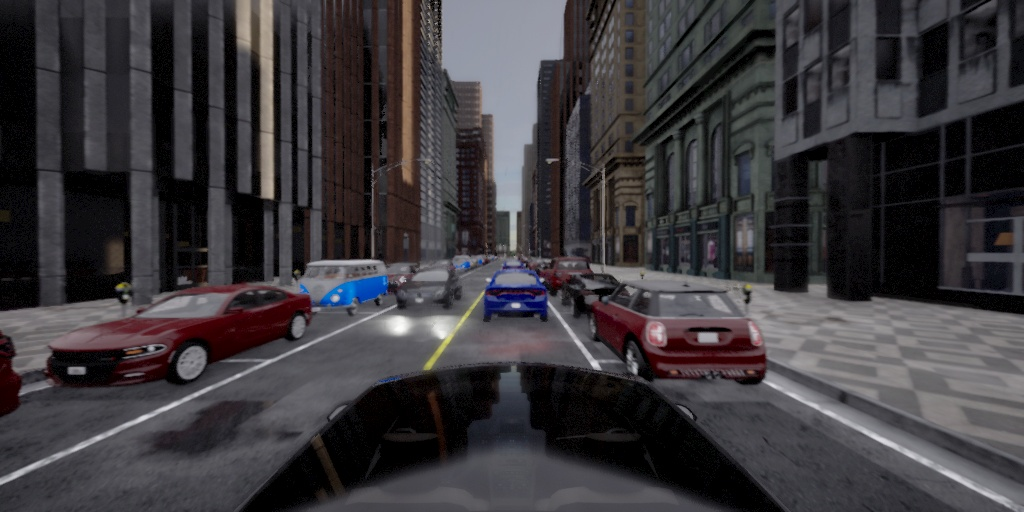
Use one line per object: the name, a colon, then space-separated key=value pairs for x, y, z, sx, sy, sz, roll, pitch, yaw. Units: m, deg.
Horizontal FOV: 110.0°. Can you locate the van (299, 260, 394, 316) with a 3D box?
van: x=-5.752 y=1.027 z=12.633 sx=1.690 sy=1.789 sz=3.998 roll=0 pitch=0 yaw=0

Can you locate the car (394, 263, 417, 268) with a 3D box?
car: x=-5.745 y=1.096 z=18.269 sx=1.967 sy=1.591 sz=4.097 roll=0 pitch=0 yaw=0

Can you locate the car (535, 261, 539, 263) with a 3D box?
car: x=2.787 y=1.177 z=23.905 sx=1.888 sy=1.381 sz=4.507 roll=0 pitch=0 yaw=0

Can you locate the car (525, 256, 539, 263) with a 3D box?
car: x=2.808 y=0.980 z=40.812 sx=1.967 sy=1.591 sz=4.097 roll=0 pitch=0 yaw=0

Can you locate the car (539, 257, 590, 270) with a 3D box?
car: x=2.780 y=0.977 z=18.268 sx=2.192 sy=1.841 sz=5.009 roll=0 pitch=0 yaw=0

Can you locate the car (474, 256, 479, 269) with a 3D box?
car: x=-5.710 y=1.030 z=46.282 sx=1.751 sy=1.417 sz=4.829 roll=0 pitch=0 yaw=0

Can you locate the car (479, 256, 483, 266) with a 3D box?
car: x=-5.703 y=1.026 z=52.088 sx=2.007 sy=1.370 sz=4.403 roll=0 pitch=0 yaw=0

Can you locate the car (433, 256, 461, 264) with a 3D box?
car: x=-5.731 y=1.035 z=29.543 sx=1.967 sy=1.591 sz=4.097 roll=0 pitch=0 yaw=0

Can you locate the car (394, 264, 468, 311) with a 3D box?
car: x=-3.080 y=1.205 z=14.267 sx=1.812 sy=1.442 sz=4.674 roll=0 pitch=0 yaw=0

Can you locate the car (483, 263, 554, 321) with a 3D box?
car: x=0.111 y=1.171 z=12.142 sx=1.882 sy=1.535 sz=5.008 roll=0 pitch=0 yaw=0

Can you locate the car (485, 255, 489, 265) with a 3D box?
car: x=-5.690 y=0.859 z=63.361 sx=1.967 sy=1.591 sz=4.097 roll=0 pitch=0 yaw=0

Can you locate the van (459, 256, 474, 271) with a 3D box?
van: x=-5.717 y=0.875 z=40.816 sx=1.690 sy=1.789 sz=3.998 roll=0 pitch=0 yaw=0

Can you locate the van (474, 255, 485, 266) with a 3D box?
van: x=-5.696 y=0.788 z=57.725 sx=1.690 sy=1.789 sz=3.998 roll=0 pitch=0 yaw=0

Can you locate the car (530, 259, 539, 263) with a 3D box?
car: x=2.794 y=1.167 z=29.541 sx=1.948 sy=1.339 sz=4.313 roll=0 pitch=0 yaw=0

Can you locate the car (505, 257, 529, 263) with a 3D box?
car: x=0.133 y=1.075 z=29.782 sx=1.882 sy=1.535 sz=5.008 roll=0 pitch=0 yaw=0

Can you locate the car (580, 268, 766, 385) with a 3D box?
car: x=2.766 y=1.163 z=6.995 sx=1.967 sy=1.591 sz=4.097 roll=0 pitch=0 yaw=0

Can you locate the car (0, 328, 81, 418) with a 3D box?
car: x=-5.766 y=1.062 z=1.359 sx=2.192 sy=1.841 sz=5.009 roll=0 pitch=0 yaw=0

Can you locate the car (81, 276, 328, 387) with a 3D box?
car: x=-5.759 y=1.262 z=6.996 sx=1.888 sy=1.381 sz=4.507 roll=0 pitch=0 yaw=0

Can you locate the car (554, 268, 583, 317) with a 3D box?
car: x=2.773 y=1.259 z=12.632 sx=1.948 sy=1.339 sz=4.313 roll=0 pitch=0 yaw=0
